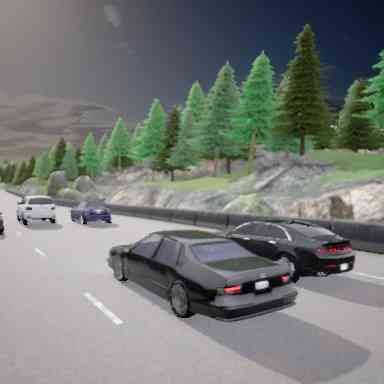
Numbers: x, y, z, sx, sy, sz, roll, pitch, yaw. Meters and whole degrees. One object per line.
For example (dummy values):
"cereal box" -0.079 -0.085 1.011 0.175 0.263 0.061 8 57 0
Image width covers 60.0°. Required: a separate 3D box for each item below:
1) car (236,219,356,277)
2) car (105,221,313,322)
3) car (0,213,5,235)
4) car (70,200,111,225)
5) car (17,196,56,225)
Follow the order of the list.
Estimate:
"car" 2.342 1.567 10.049 1.837 1.490 4.892 0 -1 -33
"car" -0.223 1.590 7.577 2.033 1.411 5.357 0 0 -33
"car" -11.780 1.608 18.812 1.812 1.442 4.674 0 -1 -34
"car" -7.875 1.481 25.621 2.097 1.767 4.553 0 0 -33
"car" -11.952 1.341 25.456 2.150 2.045 5.566 0 0 -33
